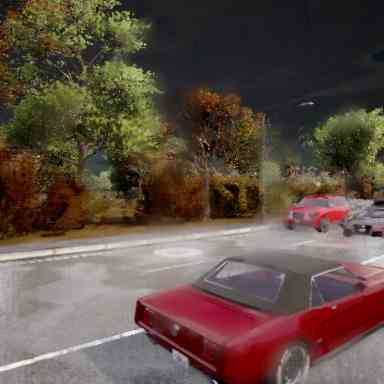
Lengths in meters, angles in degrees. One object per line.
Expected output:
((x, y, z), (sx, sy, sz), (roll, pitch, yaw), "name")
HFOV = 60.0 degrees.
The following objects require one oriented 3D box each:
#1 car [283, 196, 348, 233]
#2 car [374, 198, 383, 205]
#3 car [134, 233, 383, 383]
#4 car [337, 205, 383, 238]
((7.689, 1.255, 20.135), (2.150, 2.045, 5.566), (0, 0, 44), "car")
((30.868, 1.648, 54.142), (1.895, 1.301, 4.718), (0, 0, 24), "car")
((1.622, 1.613, 5.156), (4.718, 1.301, 1.895), (0, 0, -38), "car")
((9.361, 1.590, 16.937), (4.181, 1.385, 1.994), (0, 0, -45), "car")
